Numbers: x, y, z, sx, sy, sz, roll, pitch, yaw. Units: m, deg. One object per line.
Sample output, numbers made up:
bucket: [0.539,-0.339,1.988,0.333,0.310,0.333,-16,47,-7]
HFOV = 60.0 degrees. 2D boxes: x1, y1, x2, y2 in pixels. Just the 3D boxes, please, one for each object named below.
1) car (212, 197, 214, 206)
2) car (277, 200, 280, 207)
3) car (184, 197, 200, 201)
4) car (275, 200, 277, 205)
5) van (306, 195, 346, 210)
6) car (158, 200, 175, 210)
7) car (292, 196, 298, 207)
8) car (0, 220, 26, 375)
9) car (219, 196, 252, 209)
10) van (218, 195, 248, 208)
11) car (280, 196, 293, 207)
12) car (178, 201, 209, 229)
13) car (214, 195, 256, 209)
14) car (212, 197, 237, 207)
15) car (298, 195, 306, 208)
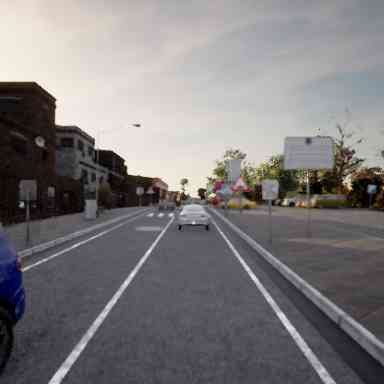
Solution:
car: [6.218,1.630,58.101,5.566,2.045,2.435,0,-1,-1]
car: [18.437,1.922,59.359,4.892,1.521,2.231,0,-2,-1]
car: [0.095,1.398,39.143,2.097,1.767,4.553,0,-1,0]
car: [18.382,1.751,62.034,5.566,2.045,2.435,0,-2,-1]
van: [18.446,1.379,45.402,4.442,1.987,1.878,0,-1,0]
car: [-3.350,1.705,43.998,1.895,1.301,4.718,0,-1,0]
car: [18.707,1.703,50.854,5.366,1.575,1.946,0,-1,0]
car: [-3.349,1.223,2.312,2.150,2.045,5.566,0,0,0]
car: [6.299,1.538,48.872,4.553,1.767,2.185,0,-1,0]
van: [6.361,1.503,51.911,4.442,1.987,1.878,0,-1,0]
car: [18.449,1.589,56.574,5.566,2.045,2.435,0,-2,-1]
car: [0.094,1.534,21.414,1.812,1.442,4.674,0,0,0]
car: [6.106,1.609,45.951,5.366,1.575,1.946,0,-1,0]
car: [6.148,1.936,64.048,4.553,1.767,2.185,0,-2,-1]
car: [18.727,1.651,48.194,5.366,1.575,1.946,0,-1,0]
